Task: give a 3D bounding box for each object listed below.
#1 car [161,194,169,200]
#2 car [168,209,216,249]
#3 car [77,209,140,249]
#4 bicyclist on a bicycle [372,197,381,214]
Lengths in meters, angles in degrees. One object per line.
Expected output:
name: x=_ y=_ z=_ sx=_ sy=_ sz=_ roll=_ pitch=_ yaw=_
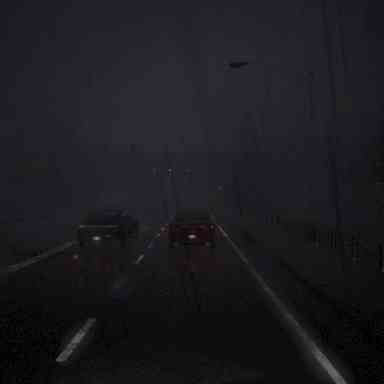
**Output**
car: x=-7.444 y=1.455 z=91.711 sx=1.837 sy=1.490 sz=4.892 roll=0 pitch=0 yaw=0
car: x=0.000 y=1.484 z=14.650 sx=1.882 sy=1.535 sz=5.008 roll=0 pitch=0 yaw=0
car: x=-3.500 y=1.494 z=14.650 sx=2.128 sy=1.511 sz=4.902 roll=0 pitch=0 yaw=0
bicyclist on a bicycle: x=18.163 y=1.299 z=32.693 sx=0.582 sy=1.620 sz=1.656 roll=0 pitch=0 yaw=0
